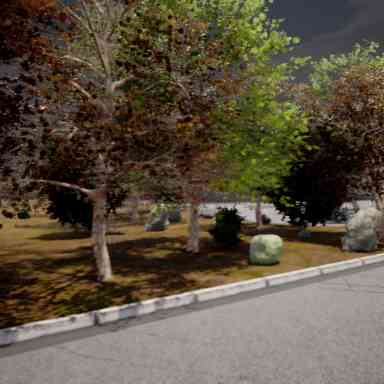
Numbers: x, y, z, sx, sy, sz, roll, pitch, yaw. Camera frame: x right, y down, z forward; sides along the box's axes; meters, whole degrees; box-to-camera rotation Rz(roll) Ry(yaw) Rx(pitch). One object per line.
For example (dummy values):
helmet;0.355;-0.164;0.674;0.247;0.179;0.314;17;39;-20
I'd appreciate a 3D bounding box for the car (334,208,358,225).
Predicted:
car;9.424;1.458;24.176;1.837;1.490;4.892;-4;2;-43
